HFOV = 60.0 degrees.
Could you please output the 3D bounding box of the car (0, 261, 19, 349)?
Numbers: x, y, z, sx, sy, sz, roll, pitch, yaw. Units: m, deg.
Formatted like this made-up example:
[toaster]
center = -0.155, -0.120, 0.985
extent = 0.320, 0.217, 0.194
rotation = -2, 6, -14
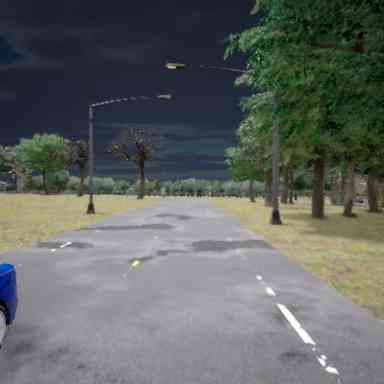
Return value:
[car]
center = -3.600, 1.474, 3.061
extent = 1.882, 1.535, 5.008
rotation = 0, 0, 0
